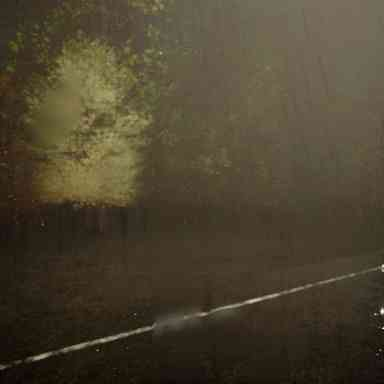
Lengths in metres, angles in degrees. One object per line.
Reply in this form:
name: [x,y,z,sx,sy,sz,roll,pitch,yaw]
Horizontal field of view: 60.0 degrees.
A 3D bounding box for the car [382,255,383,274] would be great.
car: [6.999,1.546,8.968,4.892,1.490,1.837,0,0,-36]
